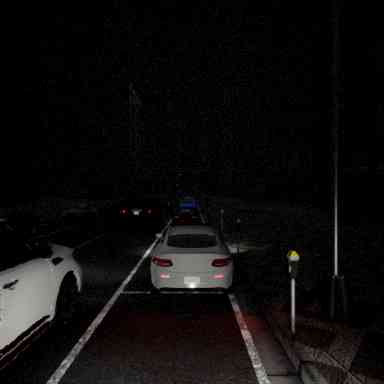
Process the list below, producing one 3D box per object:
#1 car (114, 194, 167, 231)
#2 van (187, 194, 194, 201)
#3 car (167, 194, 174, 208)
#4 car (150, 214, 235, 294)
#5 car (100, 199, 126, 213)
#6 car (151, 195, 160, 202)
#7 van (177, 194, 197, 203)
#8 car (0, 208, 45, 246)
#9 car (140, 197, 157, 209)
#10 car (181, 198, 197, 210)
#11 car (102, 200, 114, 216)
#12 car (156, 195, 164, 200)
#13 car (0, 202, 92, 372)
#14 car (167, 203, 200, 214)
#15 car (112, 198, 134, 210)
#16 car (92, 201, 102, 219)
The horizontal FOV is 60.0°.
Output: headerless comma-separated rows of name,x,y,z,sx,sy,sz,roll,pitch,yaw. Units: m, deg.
car,-3.045,1.225,20.812,2.150,2.045,5.566,0,0,0
van,-0.380,1.377,86.847,1.690,1.788,3.998,0,0,0
car,-3.145,1.356,36.745,2.097,1.767,4.553,0,0,0
car,0.003,1.526,8.650,1.812,1.442,4.674,0,0,0
car,-8.921,1.549,37.830,1.887,1.381,4.507,0,0,0
car,-8.912,1.555,81.278,1.752,1.417,4.829,0,0,0
van,-0.368,1.345,32.287,1.690,1.788,3.998,0,0,0
car,-8.916,1.546,15.728,1.887,1.381,4.507,0,0,0
car,-6.148,1.524,47.342,1.837,1.490,4.892,0,0,0
car,-0.367,1.550,43.337,1.887,1.381,4.507,0,0,0
car,-8.919,1.548,32.304,1.887,1.381,4.507,0,0,0
car,-8.906,1.586,92.029,1.887,1.381,4.507,0,0,0
car,-3.045,1.224,3.592,2.150,2.045,5.566,0,0,0
car,-0.370,1.584,21.237,1.802,1.307,4.206,0,0,0
car,-8.922,1.550,43.355,1.887,1.381,4.507,0,0,0
car,-8.918,1.528,26.609,1.752,1.417,4.829,0,0,0
